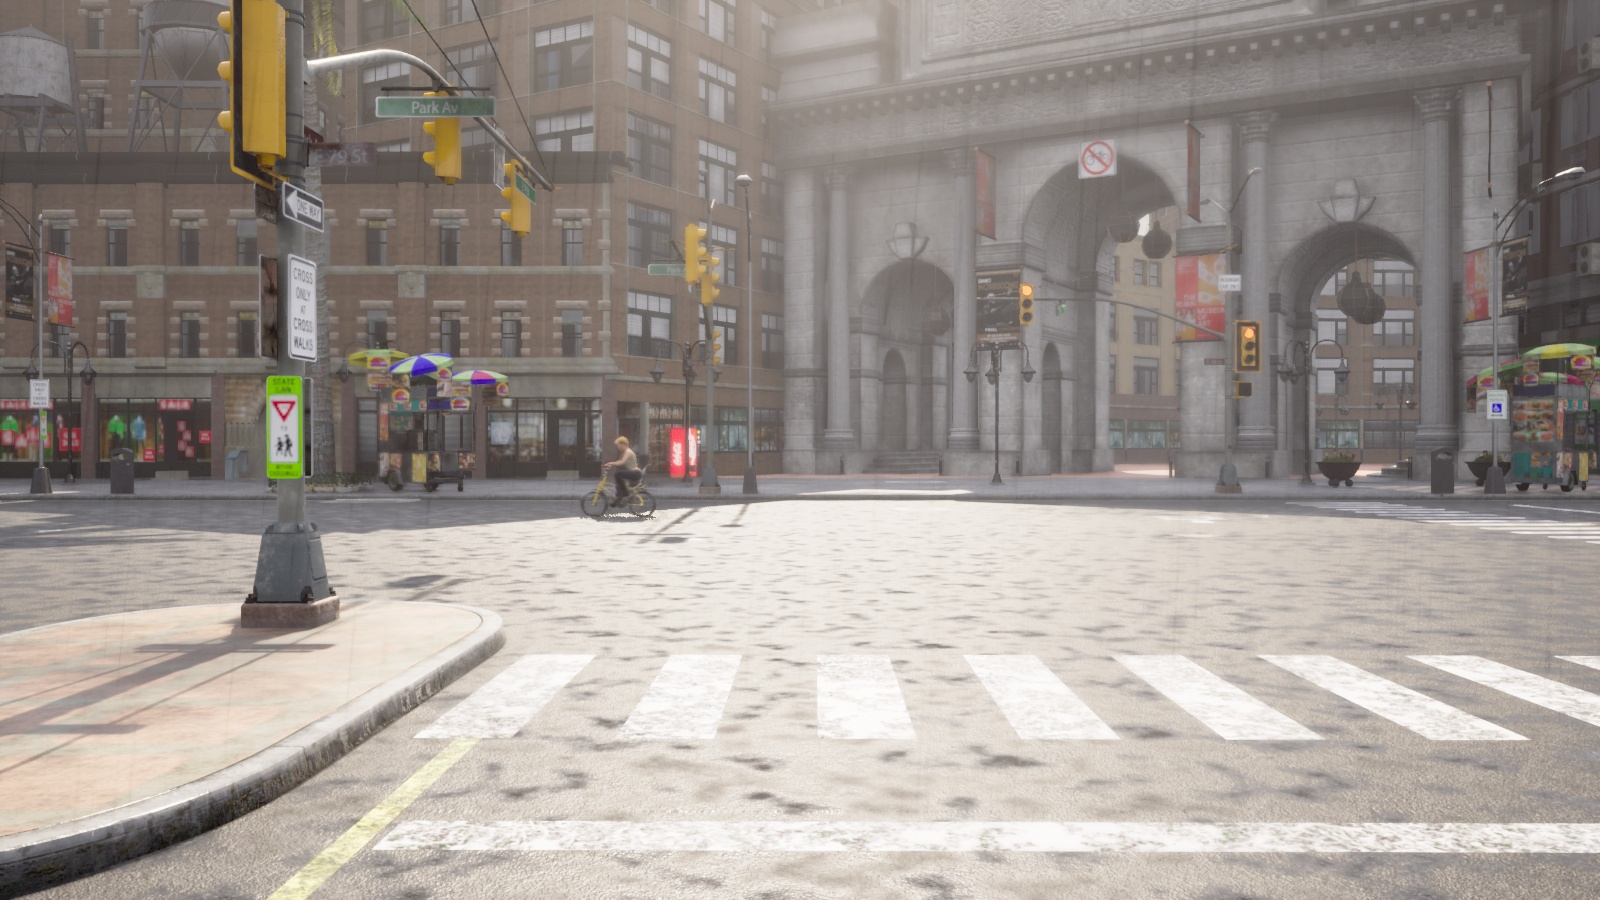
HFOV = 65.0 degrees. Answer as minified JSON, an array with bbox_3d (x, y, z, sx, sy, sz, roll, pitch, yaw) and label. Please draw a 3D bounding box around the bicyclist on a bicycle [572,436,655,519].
[{"bbox_3d":[-3.688,0.539,24.971,1.509,1.612,0.866,0,0,1],"label":"bicyclist on a bicycle"}]
